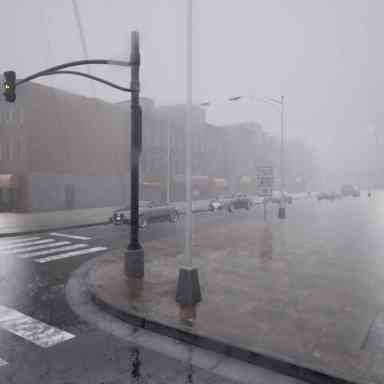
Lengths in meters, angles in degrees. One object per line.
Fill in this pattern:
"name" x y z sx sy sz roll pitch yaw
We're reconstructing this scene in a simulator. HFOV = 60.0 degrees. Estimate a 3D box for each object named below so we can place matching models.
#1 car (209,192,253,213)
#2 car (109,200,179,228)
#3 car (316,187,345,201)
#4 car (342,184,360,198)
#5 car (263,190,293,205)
"car" 3.221 0.795 26.916 2.128 1.511 4.902 0 2 35
"car" -2.613 1.128 18.737 1.994 1.385 4.181 0 2 36
"car" 17.097 0.445 41.282 1.895 1.301 4.718 0 2 36
"car" 24.666 -0.222 51.873 2.150 2.045 5.566 0 2 35
"car" 9.190 0.573 35.274 1.812 1.442 4.674 0 2 36
